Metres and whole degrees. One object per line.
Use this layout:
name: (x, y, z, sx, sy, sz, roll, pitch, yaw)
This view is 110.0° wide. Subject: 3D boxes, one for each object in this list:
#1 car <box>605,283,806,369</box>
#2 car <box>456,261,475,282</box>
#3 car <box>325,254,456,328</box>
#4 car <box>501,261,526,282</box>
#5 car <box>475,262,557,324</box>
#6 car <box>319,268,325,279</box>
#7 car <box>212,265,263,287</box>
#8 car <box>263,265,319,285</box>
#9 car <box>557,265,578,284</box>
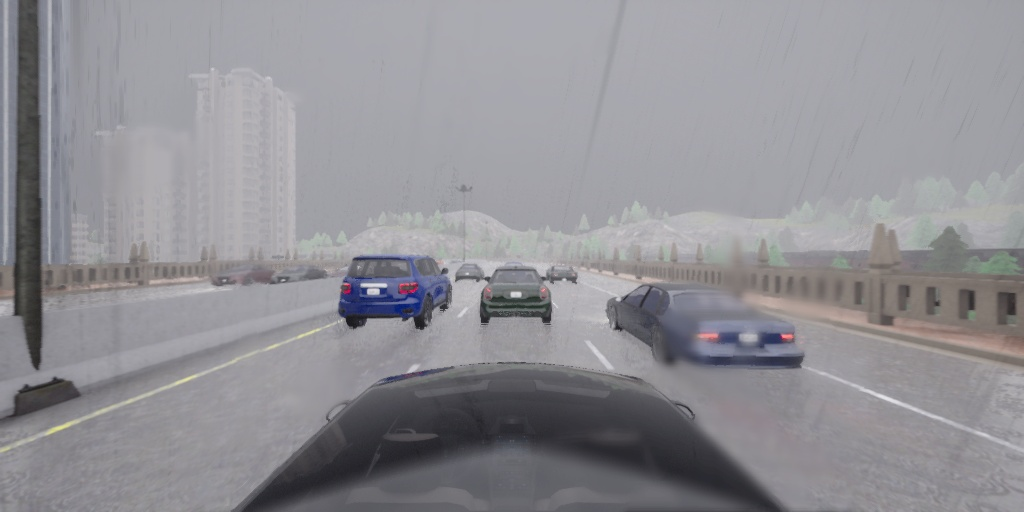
car: (3.601, 1.297, 7.952, 2.033, 1.411, 5.357, 0, 0, 0)
car: (-3.371, 1.307, 29.034, 1.994, 1.385, 4.181, 0, 0, 0)
car: (-3.390, 0.968, 11.461, 2.150, 2.045, 5.566, 0, 0, 0)
car: (0.130, 1.221, 30.084, 1.882, 1.535, 5.008, 0, 0, 0)
car: (0.112, 1.100, 12.153, 2.097, 1.767, 4.553, 0, 0, 0)
car: (-10.575, 1.269, 23.943, 1.812, 1.442, 4.674, 0, 0, 0)
car: (-17.574, 1.306, 23.910, 1.994, 1.385, 4.181, 0, 0, 0)
car: (-14.073, 1.306, 24.050, 1.994, 1.385, 4.181, 0, 0, 0)
car: (3.626, 1.346, 27.069, 1.895, 1.301, 4.718, 0, 0, 0)
